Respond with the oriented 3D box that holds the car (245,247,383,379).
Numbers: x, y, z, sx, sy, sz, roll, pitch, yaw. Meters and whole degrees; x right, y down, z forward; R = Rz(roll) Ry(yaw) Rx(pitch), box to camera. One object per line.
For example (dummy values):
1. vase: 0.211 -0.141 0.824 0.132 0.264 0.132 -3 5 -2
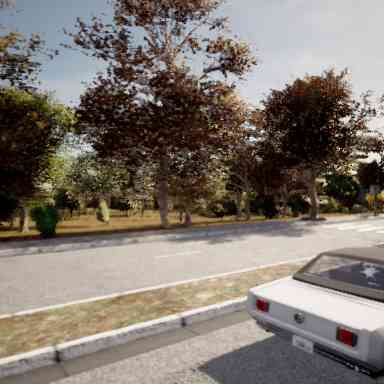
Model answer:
1. car: 3.179 1.593 5.406 4.718 1.301 1.895 0 0 -36
